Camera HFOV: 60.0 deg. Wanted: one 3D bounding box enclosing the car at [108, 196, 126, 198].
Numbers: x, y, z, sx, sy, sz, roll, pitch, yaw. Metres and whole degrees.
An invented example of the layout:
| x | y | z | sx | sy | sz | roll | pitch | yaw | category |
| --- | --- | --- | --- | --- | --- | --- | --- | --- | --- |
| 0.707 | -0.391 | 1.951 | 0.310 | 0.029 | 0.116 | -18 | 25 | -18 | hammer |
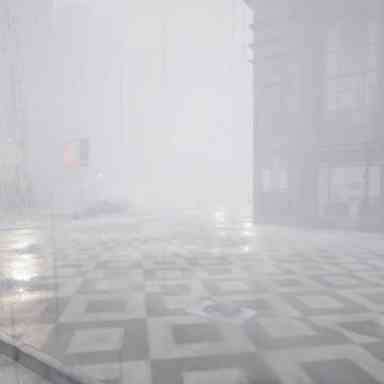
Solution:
| x | y | z | sx | sy | sz | roll | pitch | yaw | category |
| --- | --- | --- | --- | --- | --- | --- | --- | --- | --- |
| -9.764 | 1.314 | 41.322 | 2.097 | 1.767 | 4.553 | 0 | 0 | 35 | car |

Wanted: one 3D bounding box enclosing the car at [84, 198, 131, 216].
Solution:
| x | y | z | sx | sy | sz | roll | pitch | yaw | category |
| --- | --- | --- | --- | --- | --- | --- | --- | --- | --- |
| -8.254 | 1.537 | 32.037 | 1.994 | 1.385 | 4.181 | 0 | 0 | 35 | car |

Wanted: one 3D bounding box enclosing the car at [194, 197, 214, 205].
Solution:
| x | y | z | sx | sy | sz | roll | pitch | yaw | category |
| --- | --- | --- | --- | --- | --- | --- | --- | --- | --- |
| 2.129 | 1.528 | 57.996 | 1.994 | 1.385 | 4.181 | 0 | 0 | 35 | car |
